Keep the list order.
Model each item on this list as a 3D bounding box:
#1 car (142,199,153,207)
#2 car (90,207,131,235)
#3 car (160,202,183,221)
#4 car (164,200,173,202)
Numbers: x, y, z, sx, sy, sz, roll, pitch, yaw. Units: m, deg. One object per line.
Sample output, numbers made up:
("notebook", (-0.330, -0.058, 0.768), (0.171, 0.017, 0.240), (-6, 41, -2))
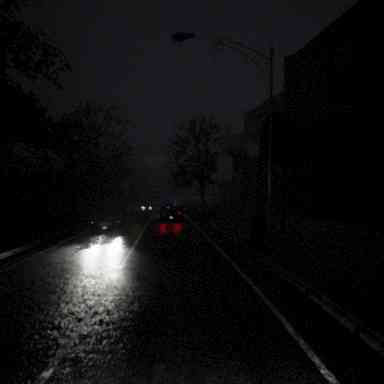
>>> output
("car", (-8.091, 1.984, 60.807), (2.033, 1.411, 5.357), (-1, 0, -4))
("car", (-4.835, 1.650, 20.114), (2.128, 1.511, 4.902), (-1, 0, -5))
("car", (-1.852, 1.783, 29.015), (1.895, 1.301, 4.718), (-1, 0, -5))
("car", (-3.112, 1.812, 44.177), (1.812, 1.442, 4.674), (-1, 0, -4))
